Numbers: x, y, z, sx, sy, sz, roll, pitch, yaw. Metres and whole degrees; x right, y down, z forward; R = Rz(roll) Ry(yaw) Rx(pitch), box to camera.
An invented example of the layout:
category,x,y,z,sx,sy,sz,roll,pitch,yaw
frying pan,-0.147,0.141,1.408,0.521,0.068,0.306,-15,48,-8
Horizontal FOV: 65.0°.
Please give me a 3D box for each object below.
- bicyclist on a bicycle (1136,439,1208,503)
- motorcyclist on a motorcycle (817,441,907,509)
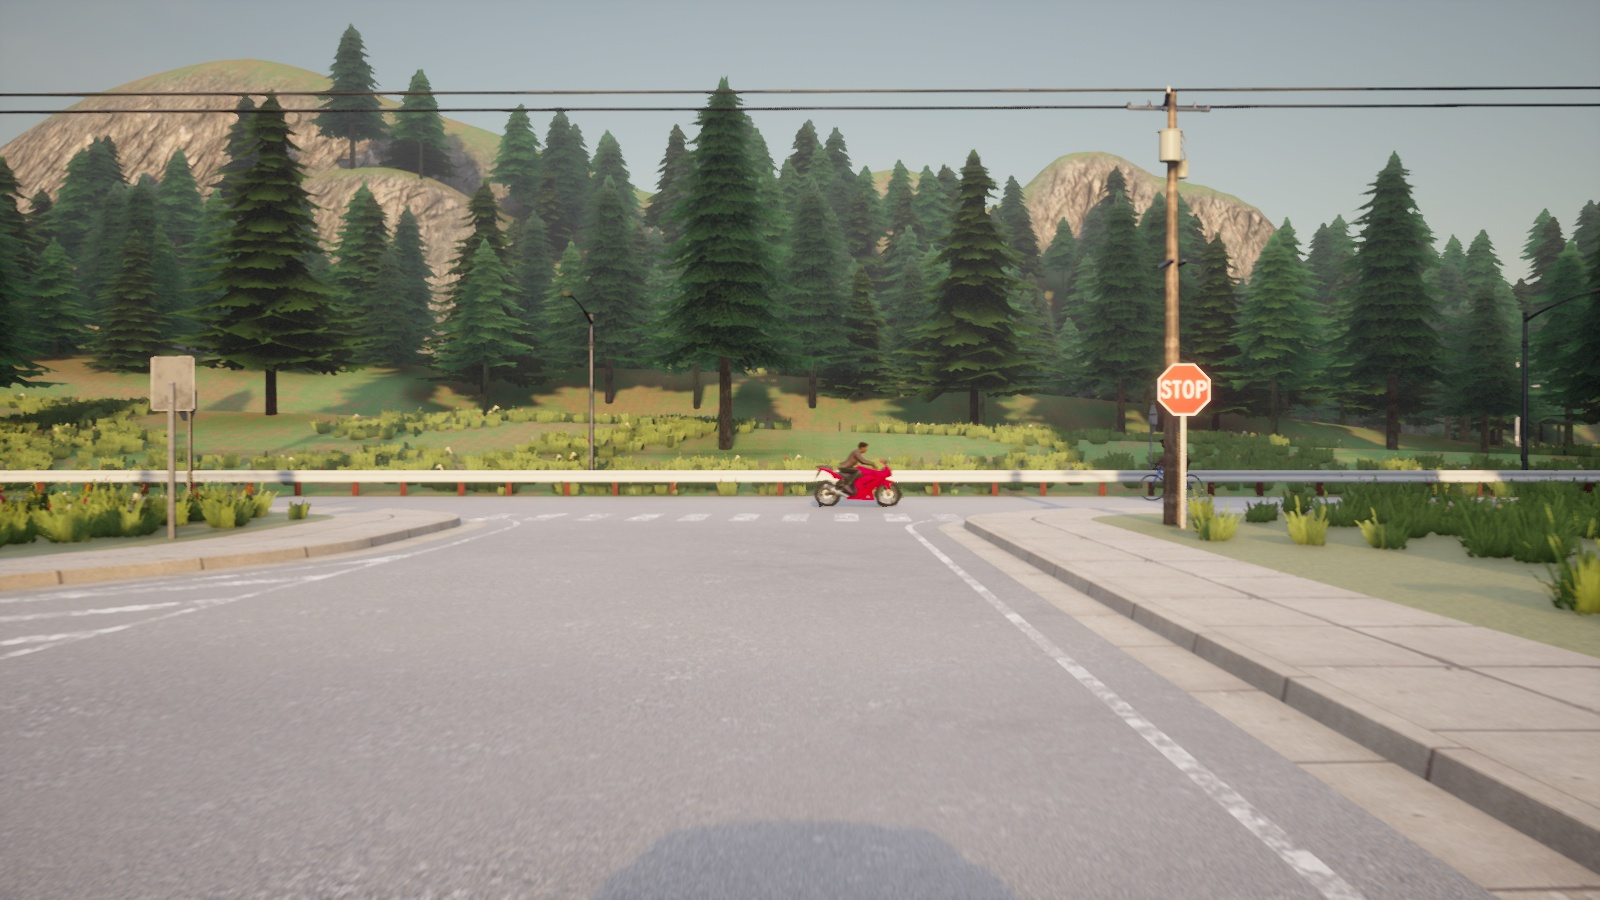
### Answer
category,x,y,z,sx,sy,sz,roll,pitch,yaw
bicyclist on a bicycle,9.505,0.526,32.108,1.656,1.620,0.582,0,0,1
motorcyclist on a motorcycle,1.406,0.567,28.796,2.044,1.523,0.797,0,0,1
